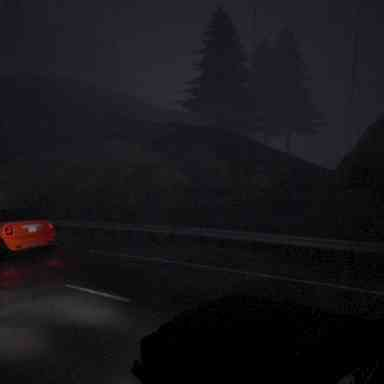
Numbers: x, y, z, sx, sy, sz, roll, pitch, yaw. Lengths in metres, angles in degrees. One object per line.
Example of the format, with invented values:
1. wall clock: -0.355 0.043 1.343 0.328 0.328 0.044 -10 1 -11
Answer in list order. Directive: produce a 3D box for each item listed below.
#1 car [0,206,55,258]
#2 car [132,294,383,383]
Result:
1. car: -7.410 1.334 12.795 4.553 1.767 2.097 0 0 32
2. car: 1.758 1.596 2.655 4.718 1.301 1.895 0 0 35
